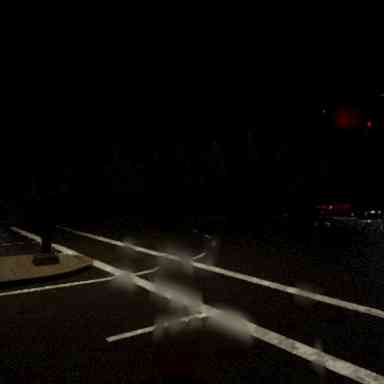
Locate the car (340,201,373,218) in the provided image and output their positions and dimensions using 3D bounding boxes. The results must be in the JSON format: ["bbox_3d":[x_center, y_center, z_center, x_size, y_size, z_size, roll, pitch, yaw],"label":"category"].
[{"bbox_3d":[18.717,1.948,35.822,5.357,1.411,2.033,1,0,-35],"label":"car"}]

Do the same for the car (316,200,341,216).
[{"bbox_3d":[16.313,1.747,38.361,4.553,1.767,2.097,1,0,-35],"label":"car"}]

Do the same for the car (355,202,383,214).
[{"bbox_3d":[23.338,2.055,43.371,4.181,1.385,1.994,1,0,-36],"label":"car"}]

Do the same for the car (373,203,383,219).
[{"bbox_3d":[20.316,1.886,32.619,4.902,1.511,2.128,1,0,-36],"label":"car"}]
